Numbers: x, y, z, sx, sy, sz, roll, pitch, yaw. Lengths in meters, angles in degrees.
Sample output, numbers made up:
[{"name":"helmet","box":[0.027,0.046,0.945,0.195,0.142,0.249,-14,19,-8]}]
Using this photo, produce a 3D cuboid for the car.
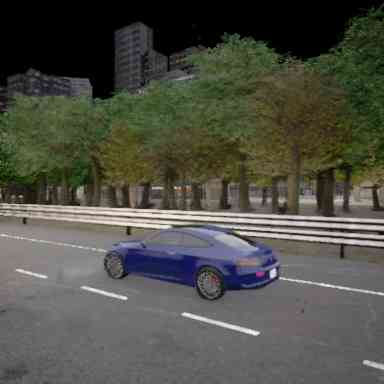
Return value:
[{"name":"car","box":[-0.181,1.535,8.293,4.674,1.442,1.812,0,0,36]}]
